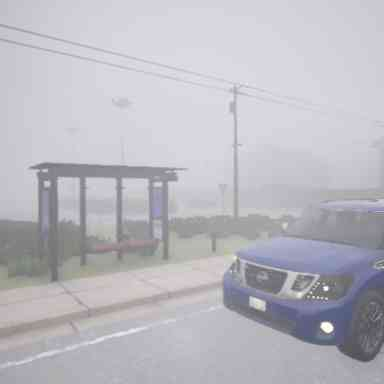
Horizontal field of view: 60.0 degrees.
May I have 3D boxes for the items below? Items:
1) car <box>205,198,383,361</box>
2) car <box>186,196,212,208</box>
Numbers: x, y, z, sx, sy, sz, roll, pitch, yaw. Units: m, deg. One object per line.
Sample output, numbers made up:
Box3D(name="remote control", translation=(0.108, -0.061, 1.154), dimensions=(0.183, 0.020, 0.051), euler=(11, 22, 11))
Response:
Box3D(name="car", translation=(3.165, 1.169, 6.196), dimensions=(5.566, 2.045, 2.150), euler=(-1, 0, -35))
Box3D(name="car", translation=(1.093, 1.255, 44.281), dimensions=(1.882, 1.535, 5.008), euler=(-1, 0, -36))
